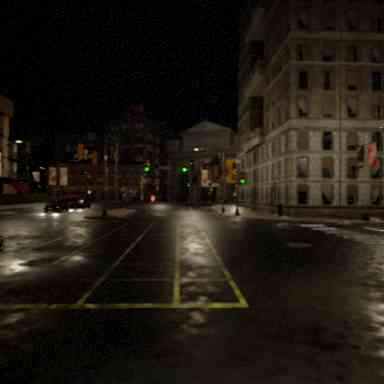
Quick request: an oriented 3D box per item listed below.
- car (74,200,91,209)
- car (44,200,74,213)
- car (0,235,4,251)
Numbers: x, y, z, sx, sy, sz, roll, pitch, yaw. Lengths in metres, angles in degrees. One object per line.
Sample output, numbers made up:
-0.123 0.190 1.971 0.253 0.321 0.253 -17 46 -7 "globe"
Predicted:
-16.900 1.891 50.842 2.033 1.411 5.357 0 -1 -1 "car"
-16.595 1.760 41.094 1.837 1.490 4.892 0 -1 -2 "car"
-9.068 1.552 11.273 4.892 1.490 1.837 1 -1 -2 "car"
